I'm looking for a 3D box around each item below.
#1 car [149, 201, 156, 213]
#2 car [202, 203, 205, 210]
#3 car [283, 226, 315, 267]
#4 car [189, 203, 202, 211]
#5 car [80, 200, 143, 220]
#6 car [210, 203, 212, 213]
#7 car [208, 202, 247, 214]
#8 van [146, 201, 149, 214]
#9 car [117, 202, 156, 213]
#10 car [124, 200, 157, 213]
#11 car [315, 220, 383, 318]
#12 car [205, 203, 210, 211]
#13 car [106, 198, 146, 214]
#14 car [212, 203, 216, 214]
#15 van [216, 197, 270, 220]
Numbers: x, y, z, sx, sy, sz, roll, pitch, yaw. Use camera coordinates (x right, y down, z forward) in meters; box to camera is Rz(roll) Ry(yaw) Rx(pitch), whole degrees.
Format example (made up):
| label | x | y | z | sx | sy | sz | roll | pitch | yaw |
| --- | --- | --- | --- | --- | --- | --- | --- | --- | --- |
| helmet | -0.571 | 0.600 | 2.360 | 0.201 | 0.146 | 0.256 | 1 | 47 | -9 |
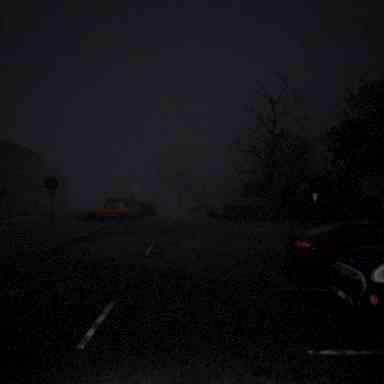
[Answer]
| label | x | y | z | sx | sy | sz | roll | pitch | yaw |
| --- | --- | --- | --- | --- | --- | --- | --- | --- | --- |
| car | -7.501 | 1.804 | 43.049 | 5.566 | 2.045 | 2.435 | 0 | -2 | -1 |
| car | 4.656 | 1.922 | 47.003 | 5.566 | 2.045 | 2.435 | 0 | -2 | -1 |
| car | 5.036 | 1.542 | 9.576 | 4.674 | 1.452 | 2.002 | 0 | 0 | 0 |
| car | 1.450 | 2.677 | 58.086 | 2.033 | 1.411 | 5.357 | -2 | -3 | 28 |
| car | -7.591 | 1.742 | 30.898 | 5.366 | 1.575 | 1.946 | 0 | -1 | -1 |
| car | 5.001 | 1.837 | 35.824 | 5.366 | 1.575 | 1.946 | 0 | -1 | -1 |
| car | 4.716 | 2.084 | 44.328 | 4.892 | 1.521 | 2.231 | 0 | -2 | -1 |
| van | -7.347 | 1.656 | 36.859 | 4.442 | 1.987 | 1.878 | 0 | -1 | -1 |
| car | -7.565 | 2.153 | 45.956 | 5.008 | 1.535 | 2.097 | 0 | -2 | -1 |
| car | -7.582 | 2.130 | 48.994 | 4.553 | 1.767 | 2.185 | 0 | -2 | -1 |
| car | 5.111 | 1.363 | 6.407 | 4.553 | 1.767 | 2.185 | 0 | 0 | 0 |
| car | 4.733 | 1.742 | 41.544 | 5.566 | 2.045 | 2.435 | 0 | -2 | -1 |
| car | -7.403 | 1.680 | 33.820 | 4.553 | 1.767 | 2.185 | 0 | -1 | -1 |
| car | 5.026 | 1.775 | 33.164 | 5.366 | 1.575 | 1.946 | 0 | -1 | -1 |
| van | 4.750 | 1.494 | 30.373 | 4.442 | 1.987 | 1.878 | 0 | -1 | -1 |
